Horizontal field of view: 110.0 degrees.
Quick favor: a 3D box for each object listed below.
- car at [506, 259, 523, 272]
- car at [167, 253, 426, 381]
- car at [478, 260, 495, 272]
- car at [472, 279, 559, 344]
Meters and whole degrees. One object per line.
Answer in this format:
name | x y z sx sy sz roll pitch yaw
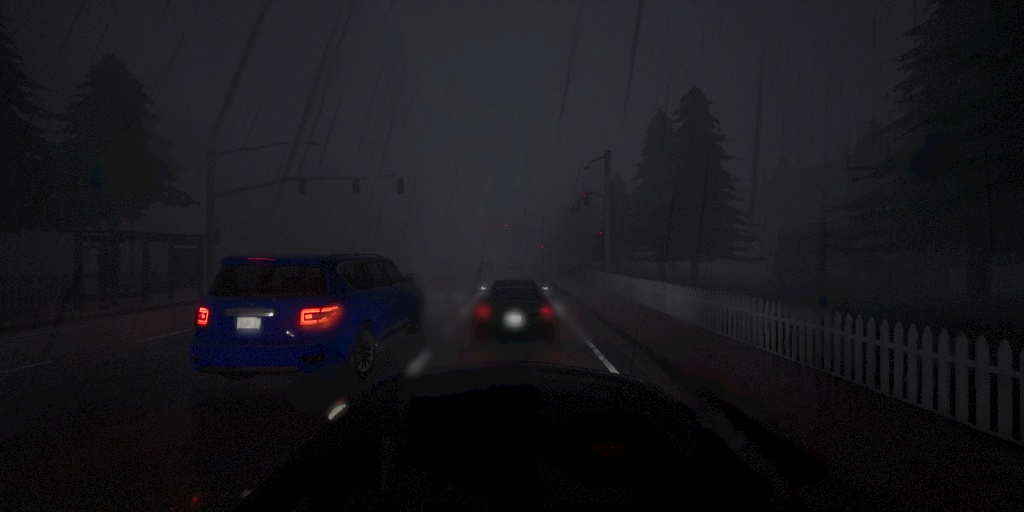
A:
car | 0.285 1.102 45.556 2.097 1.767 4.553 0 0 0
car | -3.403 0.972 7.356 2.150 2.045 5.566 0 0 0
car | -3.218 1.242 45.473 2.128 1.511 4.902 0 0 1
car | 0.090 1.314 9.635 1.994 1.385 4.181 0 0 1
